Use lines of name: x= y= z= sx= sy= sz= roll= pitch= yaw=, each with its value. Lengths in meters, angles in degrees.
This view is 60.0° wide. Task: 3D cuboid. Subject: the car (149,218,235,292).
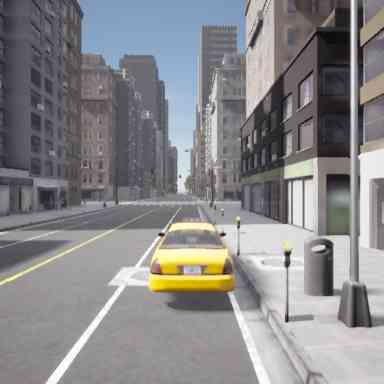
car: x=0.004 y=1.448 z=8.840 sx=1.801 sy=1.575 sz=5.366 roll=0 pitch=0 yaw=0
